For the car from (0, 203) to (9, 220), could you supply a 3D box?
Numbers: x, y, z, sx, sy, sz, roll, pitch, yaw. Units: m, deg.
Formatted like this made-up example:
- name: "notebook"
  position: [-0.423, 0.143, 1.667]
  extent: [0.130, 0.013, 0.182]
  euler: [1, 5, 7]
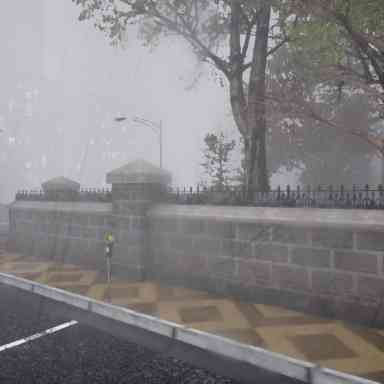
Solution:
- name: "car"
  position: [-16.401, 1.694, 27.438]
  extent: [1.837, 1.490, 4.892]
  euler: [0, -1, 35]
